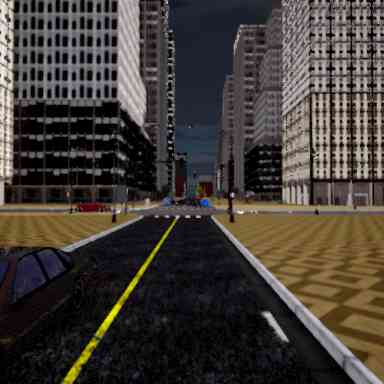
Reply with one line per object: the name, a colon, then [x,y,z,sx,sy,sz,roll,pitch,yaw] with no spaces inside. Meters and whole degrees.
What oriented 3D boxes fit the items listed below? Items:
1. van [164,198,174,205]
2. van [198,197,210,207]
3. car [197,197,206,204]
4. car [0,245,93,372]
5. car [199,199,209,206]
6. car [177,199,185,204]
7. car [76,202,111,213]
van: [-5.769,2.200,78.127,1.690,1.788,3.998,0,-1,0]
van: [2.684,2.080,67.022,1.690,1.788,3.998,0,-1,0]
car: [2.674,2.355,94.713,2.192,1.841,5.009,0,-1,0]
car: [-3.100,1.606,5.177,2.033,1.411,5.357,0,-1,0]
car: [2.613,2.344,72.557,1.887,1.381,4.507,0,-1,0]
car: [-3.029,2.571,92.757,1.994,1.385,4.181,0,-1,0]
car: [-12.022,1.876,40.806,4.181,1.385,1.994,1,-1,-1]
